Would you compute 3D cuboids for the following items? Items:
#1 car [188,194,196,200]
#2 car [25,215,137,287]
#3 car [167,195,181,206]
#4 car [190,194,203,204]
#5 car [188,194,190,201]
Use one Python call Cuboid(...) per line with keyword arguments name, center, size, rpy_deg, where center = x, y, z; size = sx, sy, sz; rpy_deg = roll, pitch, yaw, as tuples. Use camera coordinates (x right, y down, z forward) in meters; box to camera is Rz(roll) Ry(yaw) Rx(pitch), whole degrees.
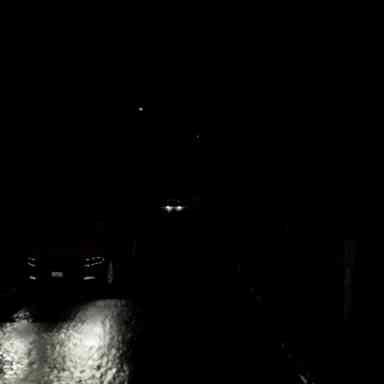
Cuboid(name="car", center=(0.067, 1.353, 91.262), size=(2.128, 1.511, 4.902), rpy_deg=(0, 0, 0))
Cuboid(name="car", center=(-2.835, 1.470, 9.510), size=(1.882, 1.535, 5.008), rpy_deg=(0, 0, 0))
Cuboid(name="car", center=(-2.776, 1.321, 52.439), size=(2.097, 1.767, 4.553), rpy_deg=(0, 0, 0))
Cuboid(name="car", center=(1.008, 1.444, 62.673), size=(1.882, 1.535, 5.008), rpy_deg=(0, 0, 0))
Cuboid(name="car", center=(0.059, 1.212, 80.213), size=(2.097, 1.767, 4.553), rpy_deg=(0, 0, 0))
